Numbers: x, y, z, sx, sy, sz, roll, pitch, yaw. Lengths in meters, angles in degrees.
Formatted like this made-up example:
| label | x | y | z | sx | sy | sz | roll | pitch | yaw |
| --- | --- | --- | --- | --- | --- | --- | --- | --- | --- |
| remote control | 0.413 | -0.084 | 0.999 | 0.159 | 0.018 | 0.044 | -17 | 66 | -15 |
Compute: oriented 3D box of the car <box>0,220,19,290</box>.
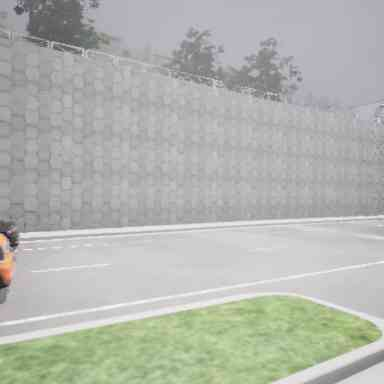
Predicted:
| label | x | y | z | sx | sy | sz | roll | pitch | yaw |
| --- | --- | --- | --- | --- | --- | --- | --- | --- | --- |
| car | -5.862 | 1.204 | 6.155 | 4.553 | 1.767 | 2.097 | 1 | 0 | -27 |
